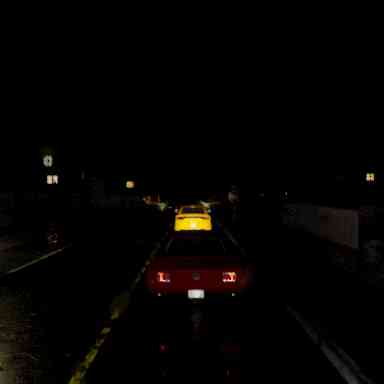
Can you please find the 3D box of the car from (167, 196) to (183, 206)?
[{"bbox_3d":[-2.956,1.510,54.962,2.128,1.511,4.902,0,0,0],"label":"car"}]

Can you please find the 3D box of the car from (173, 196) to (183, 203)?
[{"bbox_3d":[-2.911,1.590,70.048,1.812,1.442,4.674,0,0,0],"label":"car"}]

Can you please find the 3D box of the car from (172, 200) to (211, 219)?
[{"bbox_3d":[0.050,1.458,18.863,1.882,1.535,5.008,0,0,0],"label":"car"}]

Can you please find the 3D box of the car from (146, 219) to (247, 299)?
[{"bbox_3d":[0.077,1.589,8.355,1.895,1.301,4.718,0,0,0],"label":"car"}]
